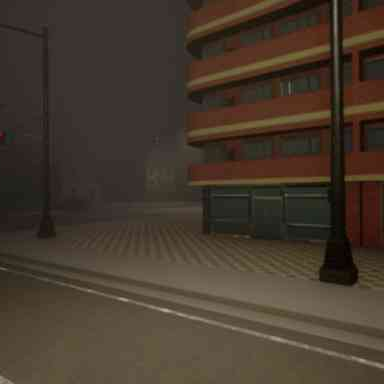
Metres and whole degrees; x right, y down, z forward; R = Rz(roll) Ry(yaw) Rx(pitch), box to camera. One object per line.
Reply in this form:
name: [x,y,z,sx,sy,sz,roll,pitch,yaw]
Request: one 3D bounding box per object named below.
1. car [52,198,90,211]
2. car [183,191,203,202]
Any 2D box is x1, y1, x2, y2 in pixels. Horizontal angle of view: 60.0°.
car: [-15.576,1.569,42.909,1.882,1.535,5.008,-1,1,37]
car: [0.529,0.828,64.524,2.150,2.045,5.566,-1,1,37]
